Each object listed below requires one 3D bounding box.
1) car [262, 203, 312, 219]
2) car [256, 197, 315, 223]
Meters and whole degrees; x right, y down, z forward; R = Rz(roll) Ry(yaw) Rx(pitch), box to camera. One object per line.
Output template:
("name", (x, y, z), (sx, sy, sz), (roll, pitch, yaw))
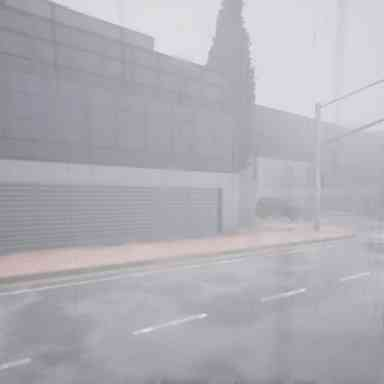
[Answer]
("car", (9.481, 1.852, 33.466), (1.812, 1.442, 4.674), (1, -1, -37))
("car", (8.144, 1.507, 29.409), (2.150, 2.045, 5.566), (1, -1, -37))
